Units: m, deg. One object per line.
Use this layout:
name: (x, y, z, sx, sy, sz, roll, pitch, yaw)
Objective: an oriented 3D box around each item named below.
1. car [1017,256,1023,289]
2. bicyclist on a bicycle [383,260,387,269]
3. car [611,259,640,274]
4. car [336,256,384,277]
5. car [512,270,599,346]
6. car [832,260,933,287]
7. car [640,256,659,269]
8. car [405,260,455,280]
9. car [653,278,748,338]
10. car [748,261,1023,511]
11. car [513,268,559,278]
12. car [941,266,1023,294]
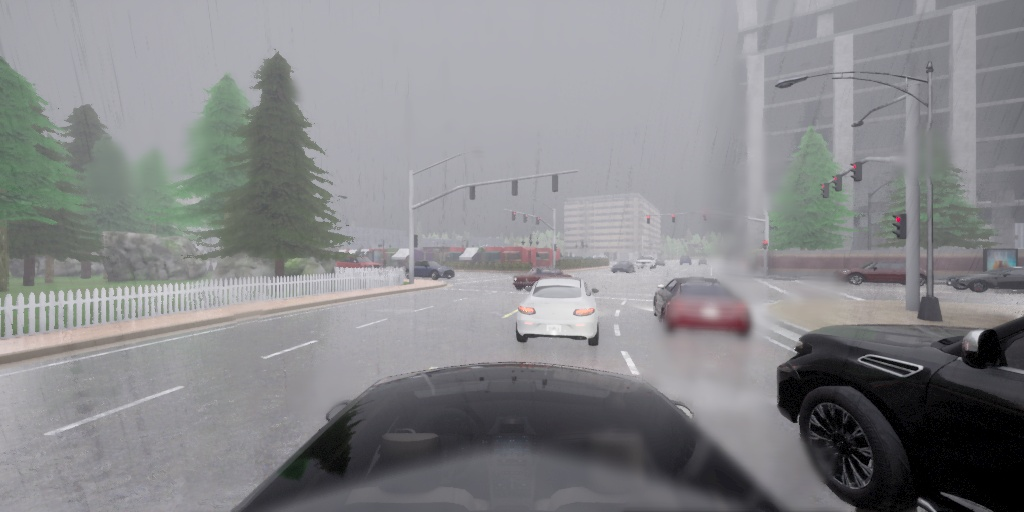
car: (34.261, 1.027, 20.651, 5.566, 2.045, 2.150, 0, 0, 30)
bicyclist on a bicycle: (-15.714, 1.258, 44.291, 0.582, 1.620, 1.656, 0, 0, -22)
car: (12.819, 1.299, 41.084, 2.033, 1.411, 5.357, 0, 0, 29)
car: (-15.646, 1.027, 36.692, 5.566, 2.045, 2.150, 0, 0, 30)
car: (1.279, 1.276, 9.421, 1.812, 1.442, 4.674, 0, 0, 11)
car: (25.926, 1.157, 25.385, 4.553, 1.767, 2.097, 0, 0, 30)
car: (20.728, 0.969, 55.224, 2.150, 2.045, 5.566, 0, 0, 29)
car: (-7.306, 1.157, 31.952, 4.553, 1.767, 2.097, 0, 0, 30)
car: (5.301, 1.314, 10.427, 1.994, 1.385, 4.181, 0, 0, 17)
car: (3.737, 0.971, 1.199, 2.150, 2.045, 5.566, 0, 0, 0)
car: (1.825, 1.362, 21.203, 1.895, 1.301, 4.718, 0, -1, 28)
car: (28.011, 1.331, 20.151, 4.674, 1.442, 1.812, 0, 0, 29)
